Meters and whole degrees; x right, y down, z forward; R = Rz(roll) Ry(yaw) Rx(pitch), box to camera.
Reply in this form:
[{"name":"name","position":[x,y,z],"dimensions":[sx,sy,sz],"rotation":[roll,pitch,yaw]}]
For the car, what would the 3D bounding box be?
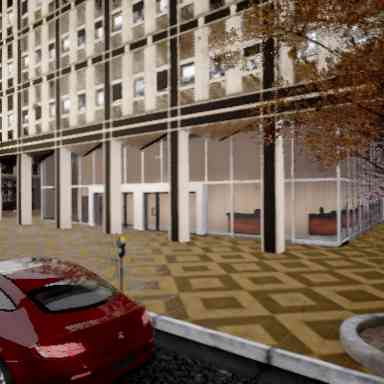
[{"name":"car","position":[-2.386,1.576,4.581],"dimensions":[4.206,1.307,1.802],"rotation":[0,0,35]}]
